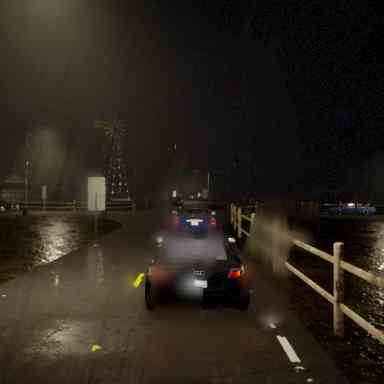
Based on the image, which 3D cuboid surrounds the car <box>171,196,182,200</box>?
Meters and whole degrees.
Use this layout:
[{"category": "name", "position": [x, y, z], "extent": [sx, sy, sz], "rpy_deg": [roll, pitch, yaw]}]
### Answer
[{"category": "car", "position": [-2.752, 1.673, 56.376], "extent": [1.882, 1.535, 5.008], "rpy_deg": [0, -1, 0]}]

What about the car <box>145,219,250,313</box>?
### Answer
[{"category": "car", "position": [0.108, 1.573, 7.785], "extent": [1.994, 1.385, 4.181], "rpy_deg": [0, 0, 0]}]

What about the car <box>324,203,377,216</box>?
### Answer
[{"category": "car", "position": [17.898, 1.951, 37.702], "extent": [5.357, 1.411, 2.033], "rpy_deg": [1, -2, 0]}]

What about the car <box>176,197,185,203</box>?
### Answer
[{"category": "car", "position": [-2.645, 1.933, 76.617], "extent": [1.895, 1.301, 4.718], "rpy_deg": [0, 0, 0]}]

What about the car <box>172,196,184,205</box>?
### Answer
[{"category": "car", "position": [-2.691, 1.613, 66.398], "extent": [2.097, 1.767, 4.553], "rpy_deg": [0, 0, 1]}]

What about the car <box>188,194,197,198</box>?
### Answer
[{"category": "car", "position": [0.137, 1.728, 95.679], "extent": [2.150, 2.045, 5.566], "rpy_deg": [0, -1, 0]}]

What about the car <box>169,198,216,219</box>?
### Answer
[{"category": "car", "position": [0.118, 1.380, 16.428], "extent": [2.097, 1.767, 4.553], "rpy_deg": [0, 0, 0]}]

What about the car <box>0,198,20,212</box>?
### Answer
[{"category": "car", "position": [-20.263, 1.292, 34.124], "extent": [4.892, 1.490, 1.837], "rpy_deg": [1, -2, 0]}]
